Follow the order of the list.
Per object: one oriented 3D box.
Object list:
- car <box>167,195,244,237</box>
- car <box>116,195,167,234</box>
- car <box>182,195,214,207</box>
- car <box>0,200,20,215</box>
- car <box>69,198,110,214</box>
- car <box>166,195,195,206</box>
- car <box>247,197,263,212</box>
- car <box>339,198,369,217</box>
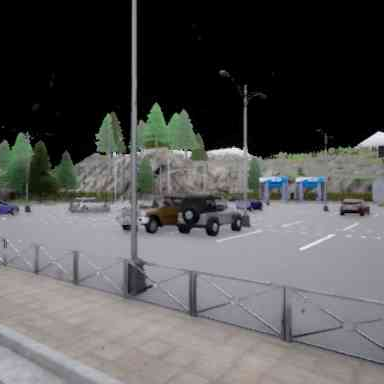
[{"bbox_3d":[0.871,1.071,16.344,1.905,1.878,3.866,0,0,35],"label":"car"},{"bbox_3d":[-1.734,1.083,17.694,1.932,1.855,4.605,0,0,35],"label":"car"},{"bbox_3d":[0.898,1.277,48.020,2.152,1.636,5.027,0,0,35],"label":"car"},{"bbox_3d":[-16.789,1.310,28.592,1.845,1.501,3.633,0,0,35],"label":"car"},{"bbox_3d":[-10.055,1.329,32.906,1.970,1.475,3.806,0,0,35],"label":"car"},{"bbox_3d":[-1.686,1.278,49.798,2.007,1.523,4.514,0,0,35],"label":"car"},{"bbox_3d":[6.091,1.297,34.896,1.845,1.501,3.633,0,0,35],"label":"car"},{"bbox_3d":[14.204,1.302,29.062,2.007,1.523,4.514,0,0,35],"label":"car"}]
